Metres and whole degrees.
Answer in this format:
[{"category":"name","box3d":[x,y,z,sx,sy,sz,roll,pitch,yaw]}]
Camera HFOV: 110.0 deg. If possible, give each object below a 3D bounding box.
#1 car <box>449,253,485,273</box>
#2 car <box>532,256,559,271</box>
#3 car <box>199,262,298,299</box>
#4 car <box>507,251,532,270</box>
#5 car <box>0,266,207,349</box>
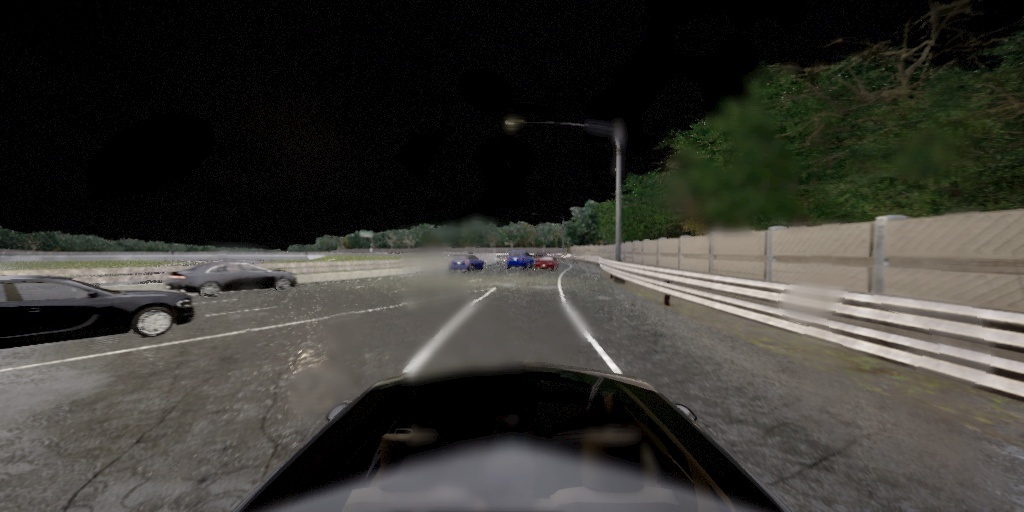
[{"category":"car","box3d":[-4.279,0.641,35.353,2.097,1.767,4.553,0,1,18]},{"category":"car","box3d":[3.765,0.752,37.947,1.882,1.535,5.008,1,1,15]},{"category":"car","box3d":[-12.550,1.015,16.423,2.128,1.511,4.902,1,1,29]},{"category":"car","box3d":[0.962,0.449,40.971,2.150,2.045,5.566,1,1,13]},{"category":"car","box3d":[-9.888,1.126,7.413,1.882,1.535,5.008,1,1,33]}]
